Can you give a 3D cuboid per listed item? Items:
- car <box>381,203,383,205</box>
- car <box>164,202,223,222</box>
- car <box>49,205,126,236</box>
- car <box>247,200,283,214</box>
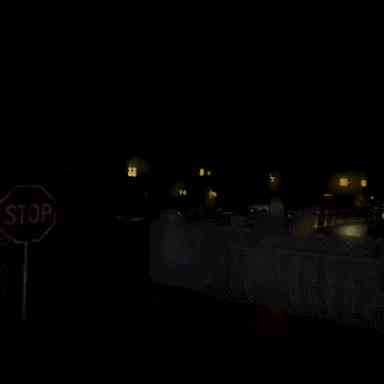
[{"bbox_3d":[28.440,1.856,46.417,5.008,1.535,1.882,0,2,-33],"label":"car"},{"bbox_3d":[0.301,1.484,26.276,2.033,1.411,5.357,4,2,41],"label":"car"},{"bbox_3d":[-6.146,1.449,18.341,2.033,1.411,5.357,4,2,38],"label":"car"},{"bbox_3d":[7.489,1.544,33.681,4.674,1.442,1.812,1,2,-43],"label":"car"}]
